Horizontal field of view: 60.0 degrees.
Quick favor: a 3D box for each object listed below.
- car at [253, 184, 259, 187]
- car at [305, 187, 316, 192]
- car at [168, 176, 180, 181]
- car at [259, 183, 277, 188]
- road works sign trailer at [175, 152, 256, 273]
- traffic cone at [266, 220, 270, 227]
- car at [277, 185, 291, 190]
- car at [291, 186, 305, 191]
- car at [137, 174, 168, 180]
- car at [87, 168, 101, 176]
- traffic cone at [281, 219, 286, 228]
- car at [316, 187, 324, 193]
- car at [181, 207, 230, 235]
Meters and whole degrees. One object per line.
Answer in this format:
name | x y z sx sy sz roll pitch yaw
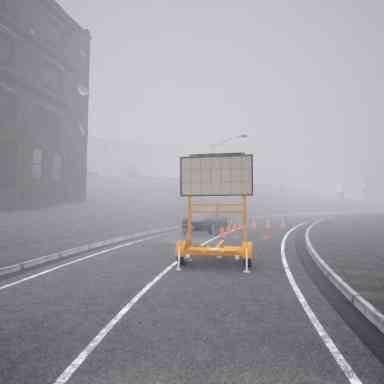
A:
car | 11.076 -1.501 69.388 4.553 1.767 2.185 3 -6 -36
car | 28.273 -0.376 83.539 4.553 1.767 2.185 4 -6 -41
car | -2.501 -2.114 59.824 4.892 1.521 2.231 3 -5 -33
car | 15.603 -1.074 72.875 4.792 1.488 2.163 3 -6 -38
road works sign trailer | 0.841 0.530 11.035 2.380 3.560 2.880 -1 -1 12
traffic cone | 5.298 2.165 23.152 0.340 0.580 0.340 -2 -1 17
car | 19.899 -0.794 76.329 4.674 1.452 2.002 4 -6 -39
car | 24.045 -0.560 79.815 4.892 1.521 2.231 4 -6 -40
car | -7.135 -2.324 56.832 4.892 1.521 2.231 2 -5 -33
car | -16.330 -2.840 50.923 4.553 1.767 2.185 2 -5 -33
traffic cone | 6.252 2.136 22.862 0.340 0.580 0.340 -2 -1 17
car | 32.413 -0.165 87.321 5.566 2.045 2.435 5 -6 -42
car | 0.932 1.723 20.809 1.882 1.535 5.008 -2 -2 22
